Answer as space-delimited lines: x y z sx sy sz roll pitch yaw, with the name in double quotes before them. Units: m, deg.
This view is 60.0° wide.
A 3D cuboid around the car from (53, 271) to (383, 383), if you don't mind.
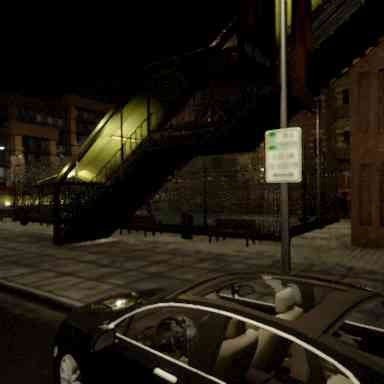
"car" 0.460 1.492 2.934 2.231 1.521 4.892 0 0 -45
